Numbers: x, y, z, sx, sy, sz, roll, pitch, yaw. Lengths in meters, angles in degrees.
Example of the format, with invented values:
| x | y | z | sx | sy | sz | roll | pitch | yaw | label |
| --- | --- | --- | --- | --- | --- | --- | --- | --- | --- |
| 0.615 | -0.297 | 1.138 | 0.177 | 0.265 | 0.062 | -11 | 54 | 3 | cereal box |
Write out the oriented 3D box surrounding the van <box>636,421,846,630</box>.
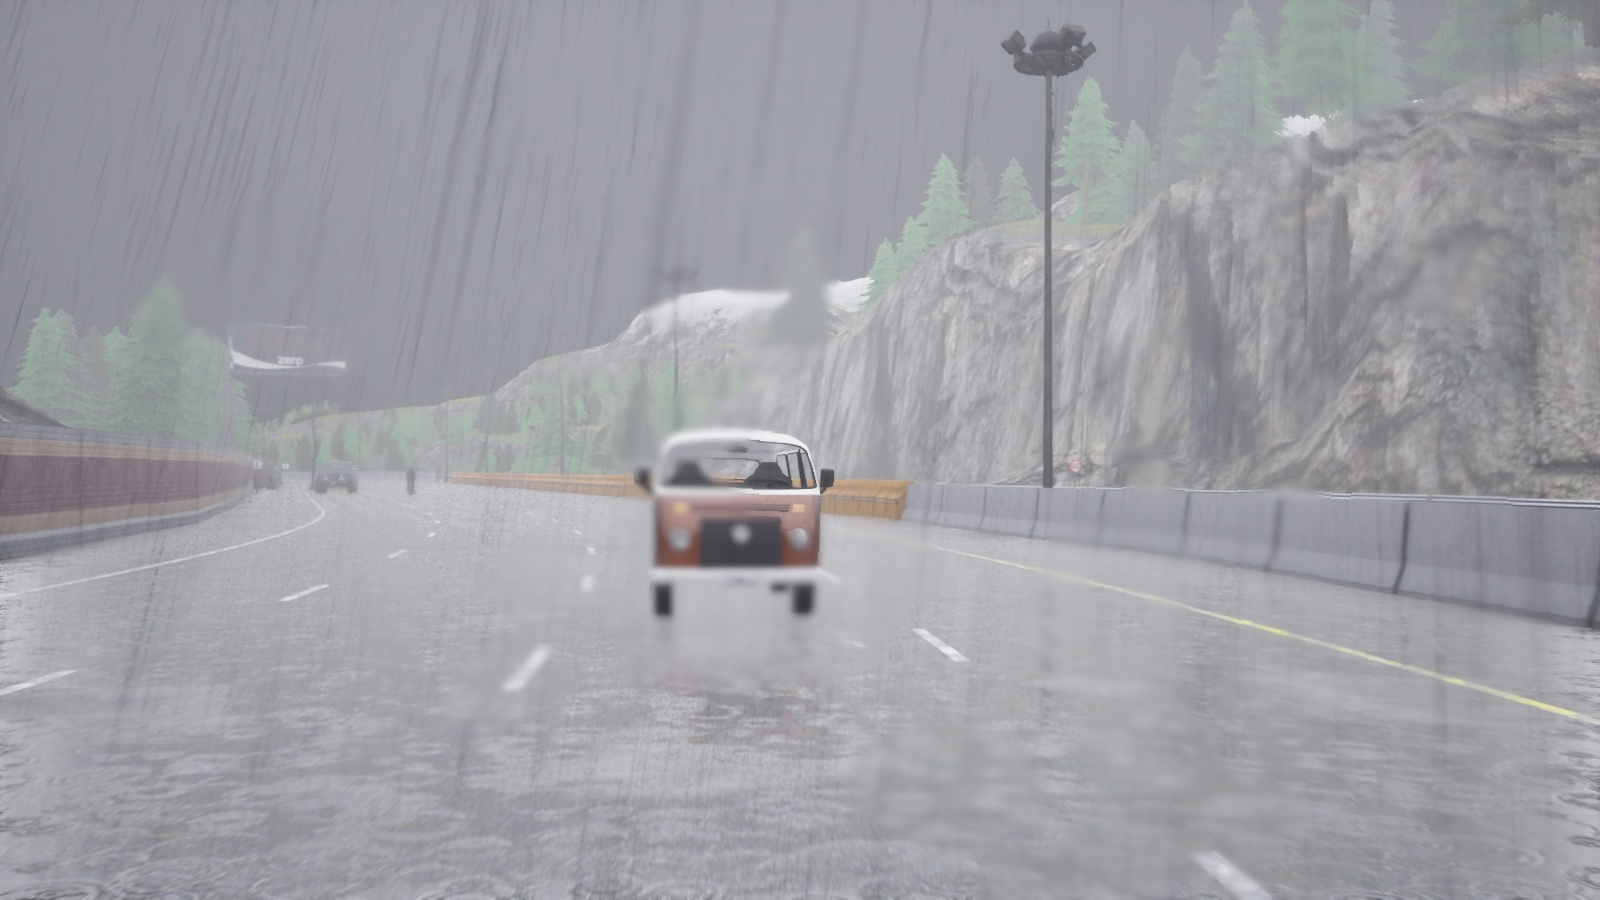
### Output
| x | y | z | sx | sy | sz | roll | pitch | yaw | label |
| --- | --- | --- | --- | --- | --- | --- | --- | --- | --- |
| -0.843 | 0.789 | 14.615 | 2.069 | 2.038 | 4.480 | 0 | -1 | -7 | van |

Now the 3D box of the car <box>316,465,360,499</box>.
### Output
| x | y | z | sx | sy | sz | roll | pitch | yaw | label |
| --- | --- | --- | --- | --- | --- | --- | --- | --- | --- |
| -28.966 | 1.983 | 78.912 | 2.150 | 2.045 | 5.566 | 0 | -1 | -16 | car |
